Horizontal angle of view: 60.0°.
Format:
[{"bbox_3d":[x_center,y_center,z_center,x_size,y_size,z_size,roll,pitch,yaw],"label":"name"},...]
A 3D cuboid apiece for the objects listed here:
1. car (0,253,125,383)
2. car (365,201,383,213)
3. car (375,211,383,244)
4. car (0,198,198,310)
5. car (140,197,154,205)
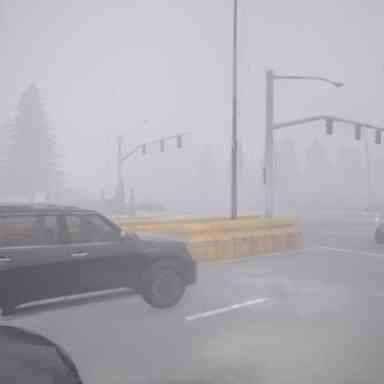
[{"bbox_3d":[-3.018,1.477,1.586,4.902,1.511,2.128,1,0,-36],"label":"car"},{"bbox_3d":[24.085,1.916,42.624,4.674,1.442,1.812,1,0,-35],"label":"car"},{"bbox_3d":[10.305,1.716,15.391,4.181,1.385,1.994,1,0,-35],"label":"car"},{"bbox_3d":[-2.523,1.235,6.250,5.566,2.045,2.150,1,0,-35],"label":"car"},{"bbox_3d":[-9.316,1.773,69.422,2.128,1.511,4.902,0,0,3],"label":"car"}]
